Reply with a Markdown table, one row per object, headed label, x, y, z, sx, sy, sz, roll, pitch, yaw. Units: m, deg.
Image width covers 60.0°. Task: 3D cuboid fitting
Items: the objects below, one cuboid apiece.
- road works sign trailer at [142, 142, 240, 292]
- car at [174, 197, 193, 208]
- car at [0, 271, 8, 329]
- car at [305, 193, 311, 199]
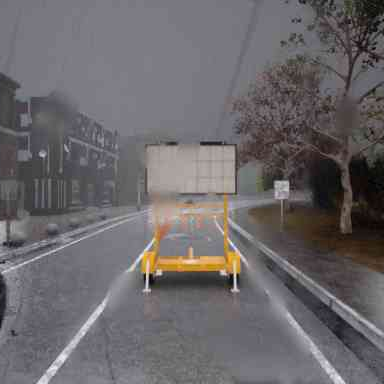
| label | x | y | z | sx | sy | sz | roll | pitch | yaw |
| --- | --- | --- | --- | --- | --- | --- | --- | --- | --- |
| road works sign trailer | -0.019 | 0.467 | 8.909 | 2.380 | 3.560 | 2.880 | 0 | 0 | 0 |
| car | -1.183 | 1.483 | 48.455 | 2.128 | 1.511 | 4.902 | -1 | 0 | 12 |
| car | -3.603 | 1.492 | 2.887 | 2.128 | 1.511 | 4.902 | 0 | 0 | 0 |
| car | 28.831 | 0.778 | 78.544 | 4.902 | 1.511 | 2.128 | -2 | 0 | -28 |
